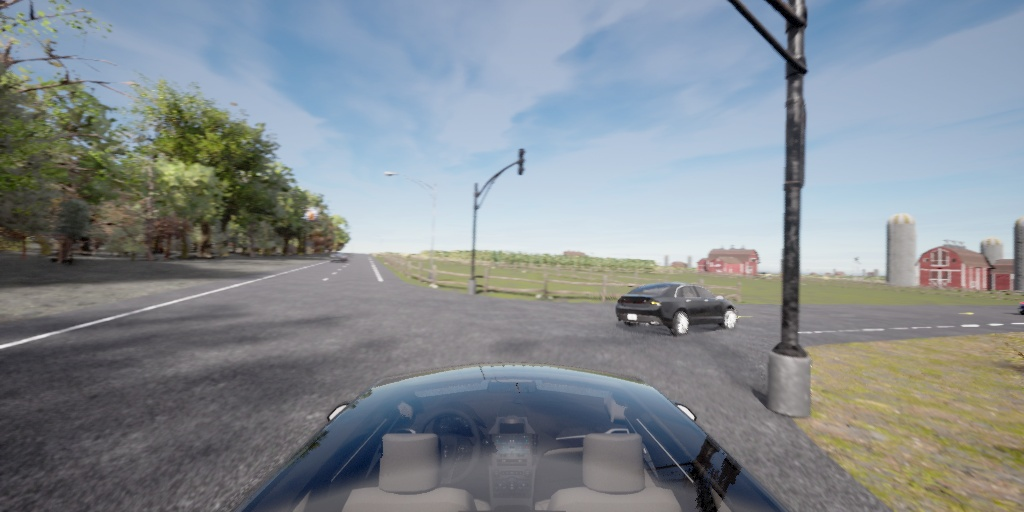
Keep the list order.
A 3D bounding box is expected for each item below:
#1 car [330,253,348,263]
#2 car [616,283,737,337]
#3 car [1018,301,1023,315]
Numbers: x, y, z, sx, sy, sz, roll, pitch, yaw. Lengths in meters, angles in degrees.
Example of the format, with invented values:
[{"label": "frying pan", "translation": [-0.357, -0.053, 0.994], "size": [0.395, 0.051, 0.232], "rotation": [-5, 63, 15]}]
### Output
[{"label": "car", "translation": [-27.964, 0.304, 57.557], "size": [2.128, 1.511, 4.902], "rotation": [3, 0, -22]}, {"label": "car", "translation": [5.516, 1.644, 11.814], "size": [4.892, 1.490, 1.837], "rotation": [3, -5, -34]}, {"label": "car", "translation": [37.878, 3.549, 25.236], "size": [4.674, 1.442, 1.812], "rotation": [3, -2, -22]}]
